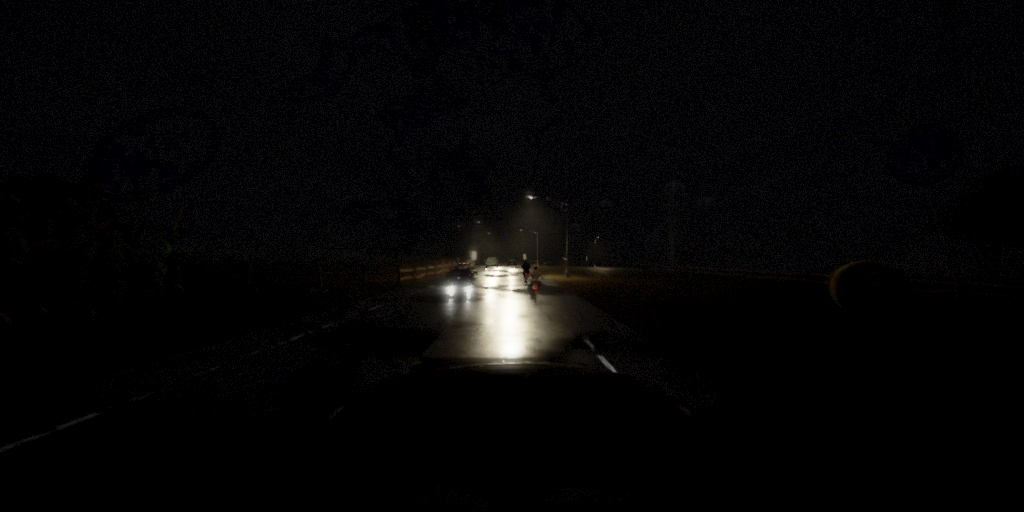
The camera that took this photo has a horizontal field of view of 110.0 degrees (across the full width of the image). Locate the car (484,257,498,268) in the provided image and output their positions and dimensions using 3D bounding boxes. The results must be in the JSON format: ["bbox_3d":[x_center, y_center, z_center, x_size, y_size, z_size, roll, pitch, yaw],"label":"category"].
[{"bbox_3d":[-3.513,1.174,61.989,2.150,2.045,5.566,0,1,0],"label":"car"}]

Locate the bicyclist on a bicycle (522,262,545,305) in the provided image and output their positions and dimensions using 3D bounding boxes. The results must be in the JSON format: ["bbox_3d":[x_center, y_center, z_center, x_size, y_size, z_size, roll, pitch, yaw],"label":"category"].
[{"bbox_3d":[0.961,1.175,14.867,0.866,1.612,1.509,0,-1,0],"label":"bicyclist on a bicycle"}]

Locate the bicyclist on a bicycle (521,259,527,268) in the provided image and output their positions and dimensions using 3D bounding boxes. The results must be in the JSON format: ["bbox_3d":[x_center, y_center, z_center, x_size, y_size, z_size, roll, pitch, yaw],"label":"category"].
[{"bbox_3d":[0.961,1.111,25.029,0.659,1.776,1.843,0,0,0],"label":"bicyclist on a bicycle"}]

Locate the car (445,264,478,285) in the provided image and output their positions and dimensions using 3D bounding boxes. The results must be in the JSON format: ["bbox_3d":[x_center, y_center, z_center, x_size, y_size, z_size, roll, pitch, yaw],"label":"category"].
[{"bbox_3d":[-3.599,1.306,26.159,1.994,1.385,4.181,0,0,0],"label":"car"}]
